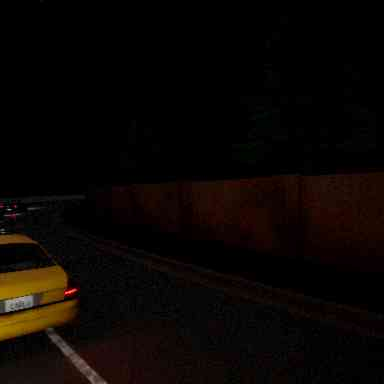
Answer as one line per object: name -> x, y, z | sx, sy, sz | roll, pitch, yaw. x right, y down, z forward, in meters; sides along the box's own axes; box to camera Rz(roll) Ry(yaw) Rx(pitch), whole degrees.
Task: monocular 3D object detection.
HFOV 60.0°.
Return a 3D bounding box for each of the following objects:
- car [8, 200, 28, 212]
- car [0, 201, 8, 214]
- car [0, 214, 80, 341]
car -> -20.690, 1.615, 38.900 | 1.895, 1.301, 4.718 | -1, 1, -13
car -> -17.473, 1.578, 28.673 | 1.812, 1.442, 4.674 | -1, 1, -21
car -> -3.843, 1.459, 6.418 | 1.801, 1.575, 5.366 | -2, 1, -38
